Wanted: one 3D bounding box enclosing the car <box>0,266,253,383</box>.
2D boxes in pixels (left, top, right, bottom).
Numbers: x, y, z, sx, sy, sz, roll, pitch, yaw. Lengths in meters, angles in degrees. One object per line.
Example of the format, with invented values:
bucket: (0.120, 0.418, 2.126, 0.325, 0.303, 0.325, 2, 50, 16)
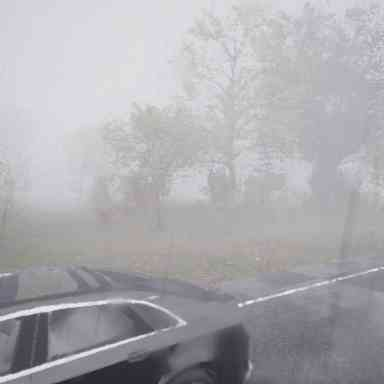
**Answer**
car: (-1.668, 1.494, 2.689, 4.902, 1.511, 2.128, 0, 0, -36)
